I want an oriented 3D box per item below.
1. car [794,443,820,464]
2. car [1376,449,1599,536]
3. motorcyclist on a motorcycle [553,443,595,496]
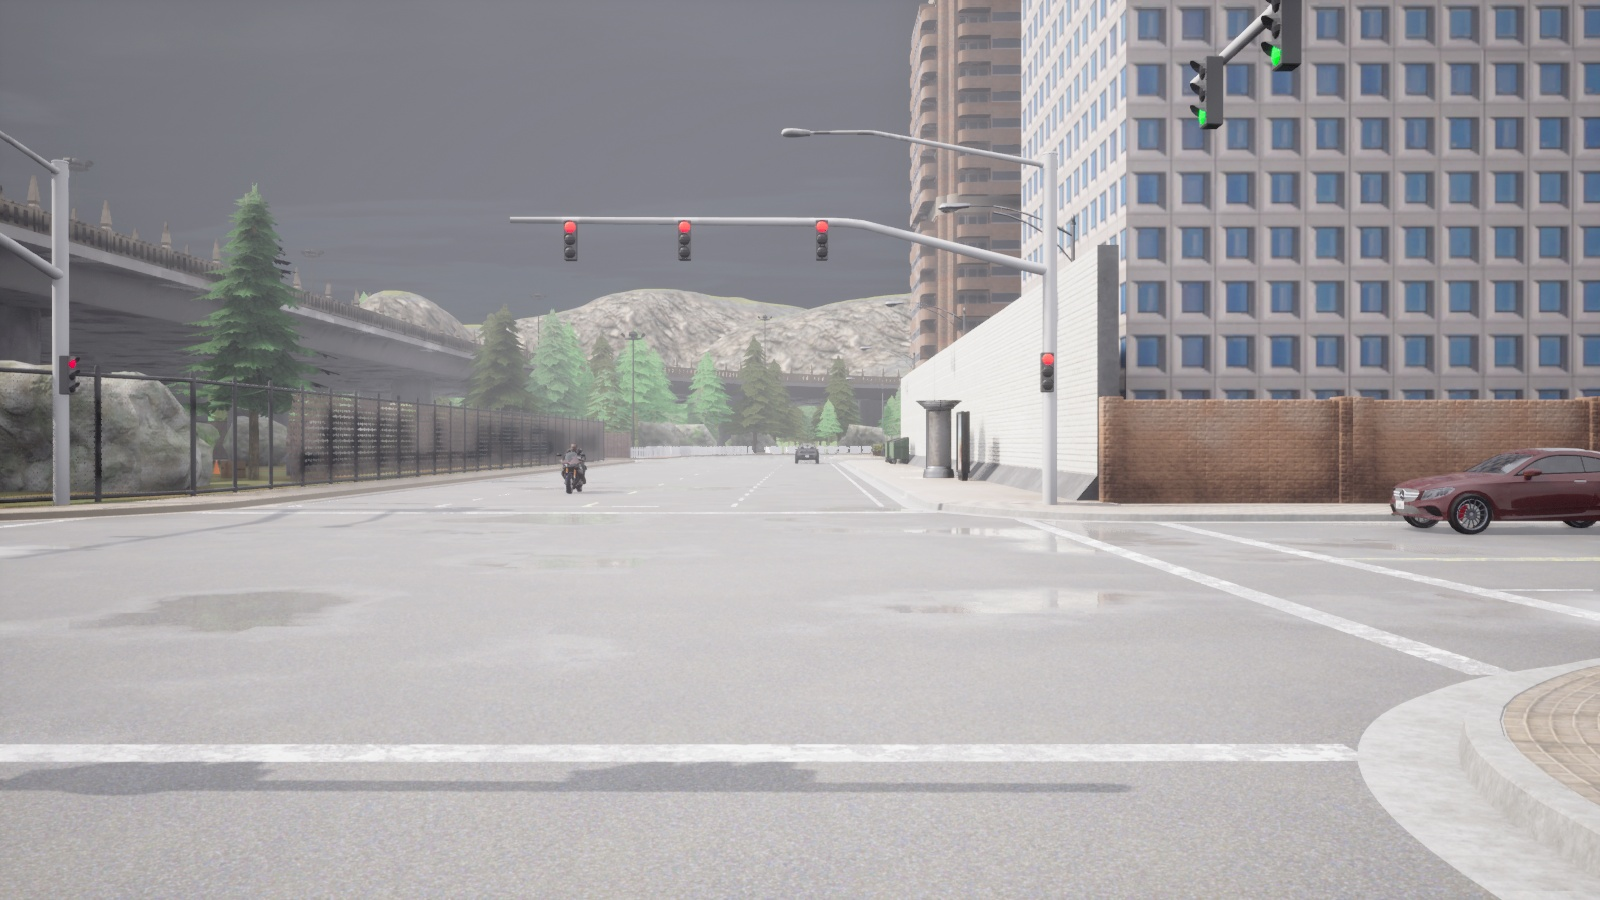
[{"bbox_3d":[0.512,0.246,91.154,1.816,1.474,4.193,0,0,0],"label":"car"},{"bbox_3d":[12.785,0.714,21.879,4.674,1.442,1.812,0,0,0],"label":"car"},{"bbox_3d":[-6.779,0.563,37.779,0.866,1.530,2.191,0,0,0],"label":"motorcyclist on a motorcycle"}]
